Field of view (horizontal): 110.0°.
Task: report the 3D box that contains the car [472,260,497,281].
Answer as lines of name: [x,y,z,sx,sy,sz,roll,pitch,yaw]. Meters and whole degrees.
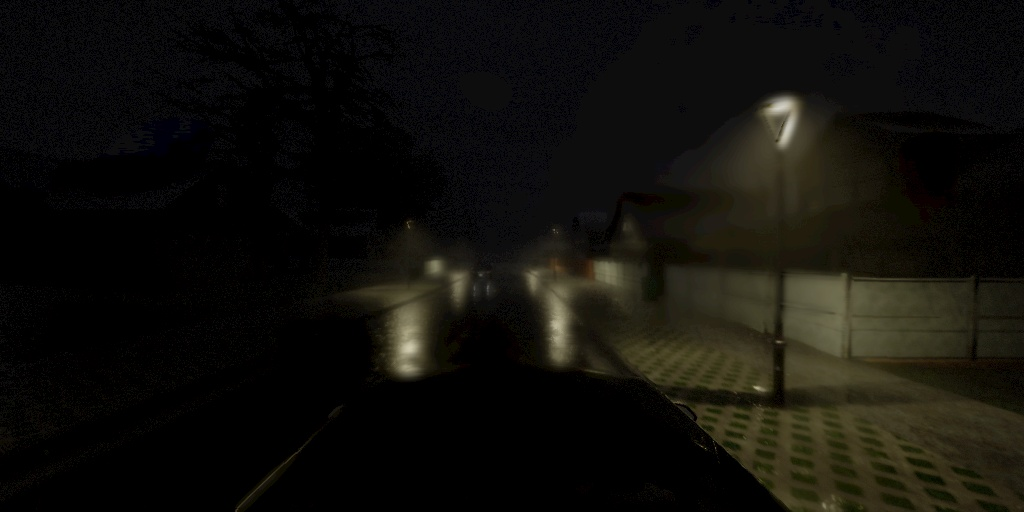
car: [-2.322,1.311,30.578,2.128,1.511,4.902,0,0,-1]
